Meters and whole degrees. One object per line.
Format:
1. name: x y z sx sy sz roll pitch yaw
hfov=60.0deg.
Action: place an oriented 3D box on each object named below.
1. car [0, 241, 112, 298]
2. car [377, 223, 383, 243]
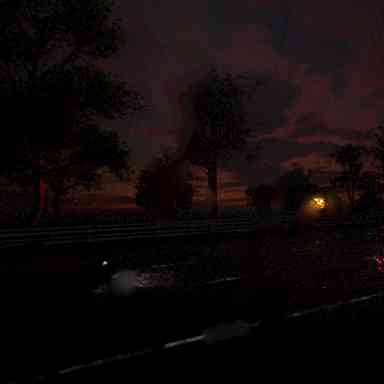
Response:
1. car: -4.364 2.060 9.117 4.181 1.385 1.994 0 -3 -29
2. car: 12.129 1.997 17.928 4.892 1.490 1.837 0 -3 -27
